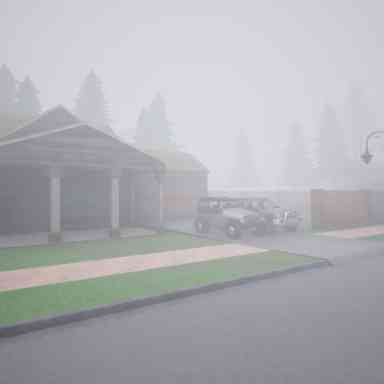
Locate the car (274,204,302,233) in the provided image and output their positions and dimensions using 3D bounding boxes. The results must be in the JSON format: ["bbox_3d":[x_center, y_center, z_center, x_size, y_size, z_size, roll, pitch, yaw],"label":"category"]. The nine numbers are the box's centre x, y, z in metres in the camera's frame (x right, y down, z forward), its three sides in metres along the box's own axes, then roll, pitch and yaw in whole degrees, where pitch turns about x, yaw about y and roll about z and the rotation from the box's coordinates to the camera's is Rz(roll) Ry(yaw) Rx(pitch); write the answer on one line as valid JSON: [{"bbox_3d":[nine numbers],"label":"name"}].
[{"bbox_3d":[3.525,1.174,17.906,1.932,1.855,4.605,0,0,-36],"label":"car"}]

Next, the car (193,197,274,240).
[{"bbox_3d":[1.715,1.176,16.118,1.905,1.878,3.866,0,0,-36],"label":"car"}]
